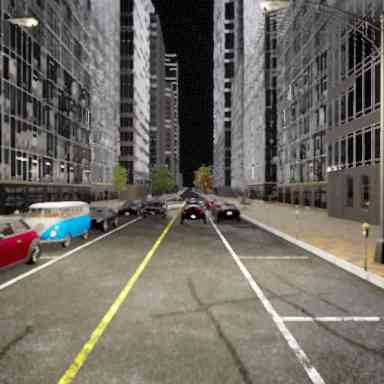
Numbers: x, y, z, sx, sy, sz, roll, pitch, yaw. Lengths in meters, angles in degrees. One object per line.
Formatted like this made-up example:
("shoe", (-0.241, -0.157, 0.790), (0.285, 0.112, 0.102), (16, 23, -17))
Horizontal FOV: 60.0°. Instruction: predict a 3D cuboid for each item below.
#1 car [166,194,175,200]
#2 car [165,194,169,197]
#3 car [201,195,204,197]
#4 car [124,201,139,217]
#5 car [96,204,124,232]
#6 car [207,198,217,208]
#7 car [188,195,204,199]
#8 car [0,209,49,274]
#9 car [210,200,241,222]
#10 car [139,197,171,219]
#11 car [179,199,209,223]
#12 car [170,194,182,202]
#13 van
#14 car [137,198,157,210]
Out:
("car", (-5.734, 1.312, 88.424), (1.967, 1.590, 4.097), (0, 0, 0))
("car", (-5.721, 1.481, 59.962), (1.887, 1.381, 4.507), (0, 0, 0))
("car", (2.665, 1.500, 48.575), (1.887, 1.381, 4.507), (0, 0, 0))
("car", (-5.708, 1.542, 31.501), (1.947, 1.339, 4.313), (0, 0, 0))
("car", (-5.703, 1.553, 20.117), (1.947, 1.339, 4.313), (0, 0, 0))
("car", (2.673, 1.522, 31.497), (1.887, 1.381, 4.507), (0, 0, 0))
("car", (0.079, 1.510, 42.830), (2.033, 1.411, 5.357), (0, 0, 0))
("car", (-5.698, 1.436, 8.731), (1.967, 1.590, 4.097), (0, 0, 0))
("car", (2.676, 1.549, 25.804), (1.947, 1.339, 4.313), (0, 0, 0))
("car", (-3.111, 1.484, 28.885), (1.837, 1.490, 4.892), (0, 0, 0))
("car", (0.090, 1.509, 25.025), (1.812, 1.442, 4.674), (0, 0, 0))
("car", (-3.035, 1.458, 70.698), (1.994, 1.385, 4.181), (0, 0, 0))
("van", (-5.701, 1.333, 14.423), (1.690, 1.788, 3.998), (0, 0, 0))
("car", (-5.713, 1.528, 42.885), (1.947, 1.339, 4.313), (0, 0, 0))
